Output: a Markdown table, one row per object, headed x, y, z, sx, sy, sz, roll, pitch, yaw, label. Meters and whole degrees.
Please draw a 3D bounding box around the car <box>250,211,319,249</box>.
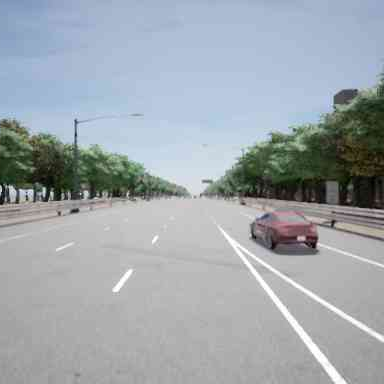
| x | y | z | sx | sy | sz | roll | pitch | yaw | label |
| --- | --- | --- | --- | --- | --- | --- | --- | --- | --- |
| 3.836 | 1.529 | 14.377 | 1.812 | 1.442 | 4.674 | 0 | 0 | -4 | car |
